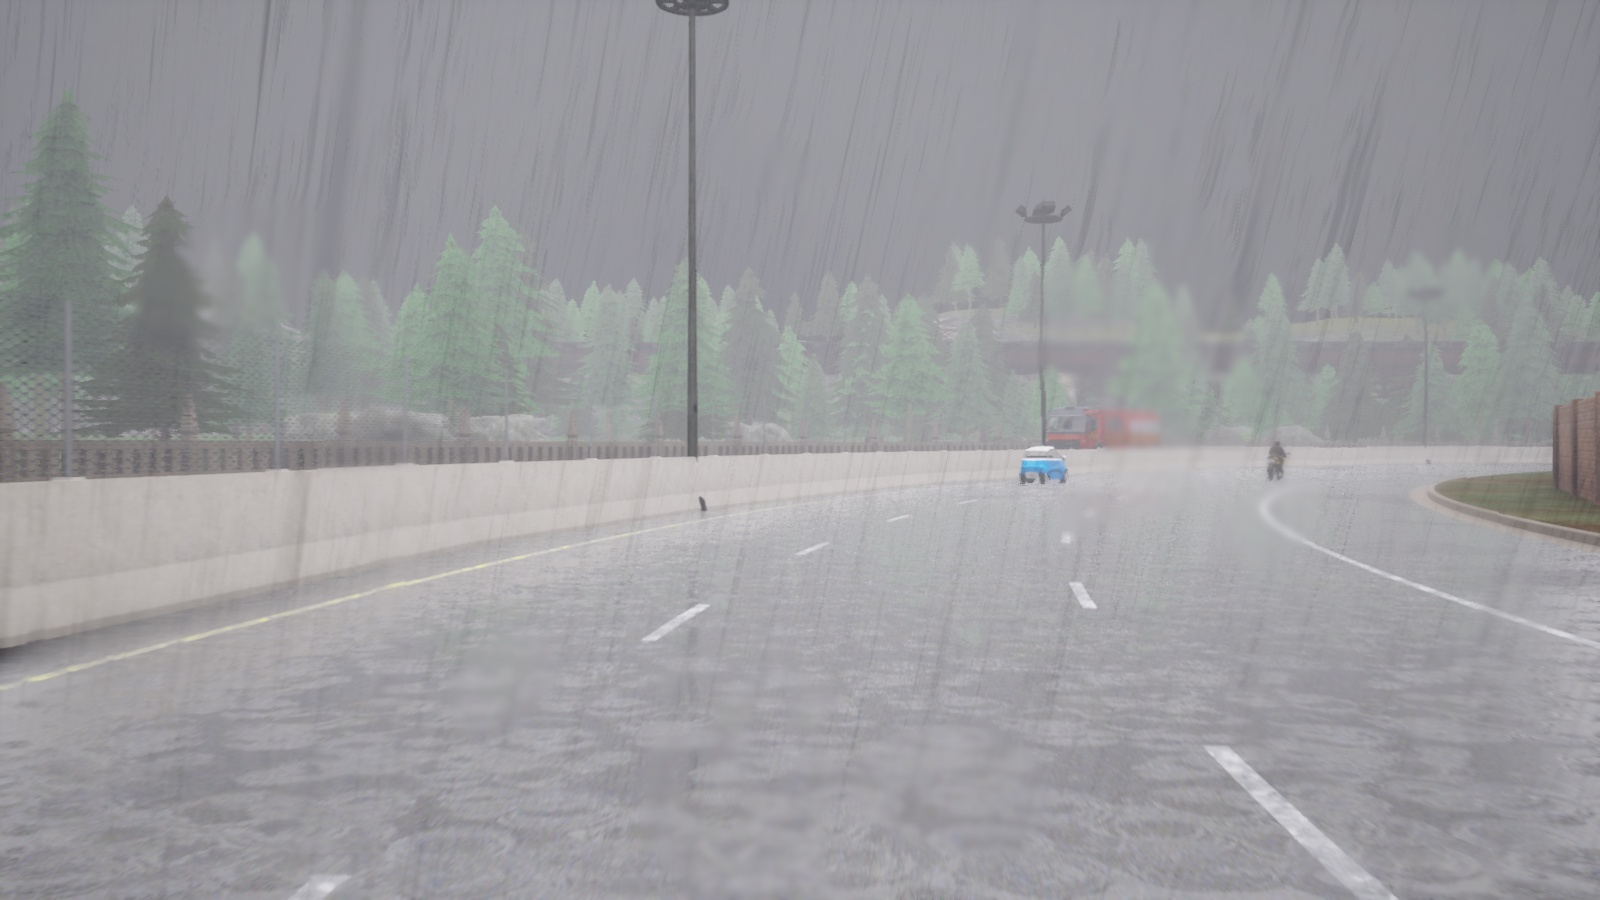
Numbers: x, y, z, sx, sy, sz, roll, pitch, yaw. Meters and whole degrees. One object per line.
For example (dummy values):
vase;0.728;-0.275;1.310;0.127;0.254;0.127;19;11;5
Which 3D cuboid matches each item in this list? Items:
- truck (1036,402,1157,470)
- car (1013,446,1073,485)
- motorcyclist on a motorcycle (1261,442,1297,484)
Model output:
truck;17.687;-0.815;74.437;8.468;3.827;2.891;0;0;-44
car;8.848;0.555;45.675;1.481;1.376;2.207;0;0;30
motorcyclist on a motorcycle;18.207;0.483;47.743;0.797;1.523;2.044;2;1;33
